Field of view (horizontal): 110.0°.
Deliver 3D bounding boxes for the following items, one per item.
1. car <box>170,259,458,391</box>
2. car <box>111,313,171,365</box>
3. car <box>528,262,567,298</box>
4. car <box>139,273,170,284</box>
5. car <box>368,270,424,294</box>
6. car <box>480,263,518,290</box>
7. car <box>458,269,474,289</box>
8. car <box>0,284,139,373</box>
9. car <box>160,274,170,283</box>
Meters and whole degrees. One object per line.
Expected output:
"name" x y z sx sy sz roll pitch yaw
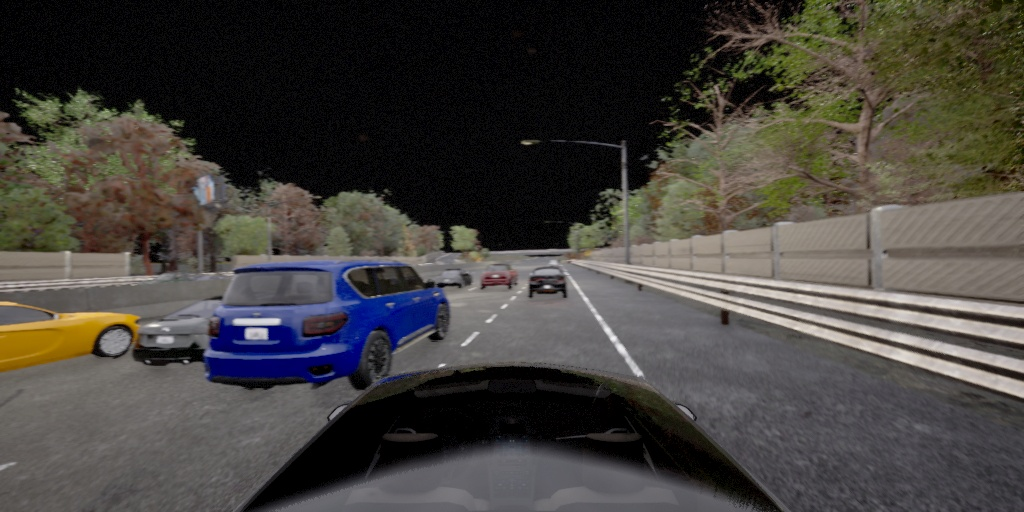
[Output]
"car" -2.963 1.098 7.251 2.150 2.045 5.566 -2 0 7
"car" -6.286 1.550 8.737 1.994 1.385 4.181 -2 0 7
"car" 1.935 1.300 19.222 1.882 1.535 5.008 -2 0 7
"car" -28.544 2.156 30.184 2.097 1.767 4.553 -2 0 7
"car" -7.851 1.753 24.812 1.895 1.301 4.718 -2 0 7
"car" -0.792 1.298 24.992 2.097 1.767 4.553 -2 0 7
"car" -4.157 1.618 26.223 1.994 1.385 4.181 -2 0 7
"car" -10.069 1.560 6.615 1.882 1.535 5.008 -2 0 7
"car" -25.080 2.245 29.683 2.033 1.411 5.357 -2 0 7
